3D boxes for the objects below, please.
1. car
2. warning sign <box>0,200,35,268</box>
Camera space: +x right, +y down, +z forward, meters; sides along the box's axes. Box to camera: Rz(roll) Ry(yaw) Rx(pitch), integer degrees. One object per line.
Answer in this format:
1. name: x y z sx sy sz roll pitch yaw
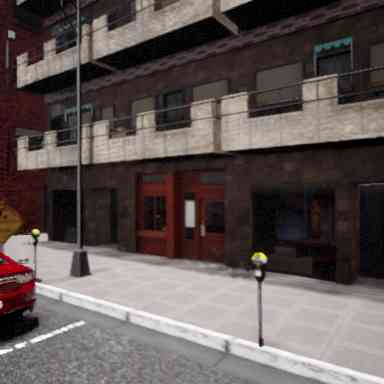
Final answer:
1. car: -4.755 1.590 6.269 4.507 1.381 1.887 0 0 35
2. warning sign: -5.532 1.177 9.737 1.060 1.860 1.300 -1 0 35
